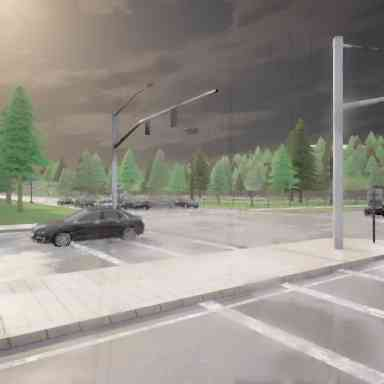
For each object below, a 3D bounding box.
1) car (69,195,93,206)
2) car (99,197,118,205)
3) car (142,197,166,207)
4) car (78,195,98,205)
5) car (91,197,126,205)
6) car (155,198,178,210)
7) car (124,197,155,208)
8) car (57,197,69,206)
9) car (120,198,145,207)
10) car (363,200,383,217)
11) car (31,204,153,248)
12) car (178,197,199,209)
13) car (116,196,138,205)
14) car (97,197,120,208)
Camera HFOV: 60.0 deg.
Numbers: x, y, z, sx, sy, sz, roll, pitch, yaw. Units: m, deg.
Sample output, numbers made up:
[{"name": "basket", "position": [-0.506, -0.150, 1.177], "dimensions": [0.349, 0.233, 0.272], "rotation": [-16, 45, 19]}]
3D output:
[{"name": "car", "position": [-15.744, 1.547, 48.199], "dimensions": [2.033, 1.411, 5.357], "rotation": [0, 0, -35]}, {"name": "car", "position": [-14.902, 1.564, 59.237], "dimensions": [1.994, 1.385, 4.181], "rotation": [0, 0, -35]}, {"name": "car", "position": [-6.048, 1.564, 52.676], "dimensions": [1.994, 1.385, 4.181], "rotation": [0, 0, -35]}, {"name": "car", "position": [-18.084, 1.352, 57.671], "dimensions": [2.097, 1.767, 4.553], "rotation": [0, 0, -35]}, {"name": "car", "position": [-10.203, 1.601, 40.296], "dimensions": [1.895, 1.301, 4.718], "rotation": [0, 0, -35]}, {"name": "car", "position": [-4.171, 1.564, 43.887], "dimensions": [1.994, 1.385, 4.181], "rotation": [0, 0, -35]}, {"name": "car", "position": [-7.159, 1.547, 42.050], "dimensions": [2.033, 1.411, 5.357], "rotation": [0, 0, -35]}, {"name": "car", "position": [-21.447, 1.564, 56.376], "dimensions": [1.994, 1.385, 4.181], "rotation": [0, 0, -35]}, {"name": "car", "position": [-9.193, 1.601, 51.051], "dimensions": [1.895, 1.301, 4.718], "rotation": [0, 0, -35]}, {"name": "car", "position": [17.523, 1.477, 30.150], "dimensions": [5.008, 1.535, 1.882], "rotation": [0, 0, -35]}, {"name": "car", "position": [-4.490, 1.505, 14.875], "dimensions": [4.892, 1.490, 1.837], "rotation": [0, 0, -35]}, {"name": "car", "position": [-0.958, 1.505, 45.402], "dimensions": [1.837, 1.490, 4.892], "rotation": [0, 0, -35]}, {"name": "car", "position": [-12.047, 1.547, 61.274], "dimensions": [2.033, 1.411, 5.357], "rotation": [0, 0, -34]}, {"name": "car", "position": [-12.520, 1.526, 49.702], "dimensions": [1.812, 1.442, 4.674], "rotation": [0, 0, -35]}]
